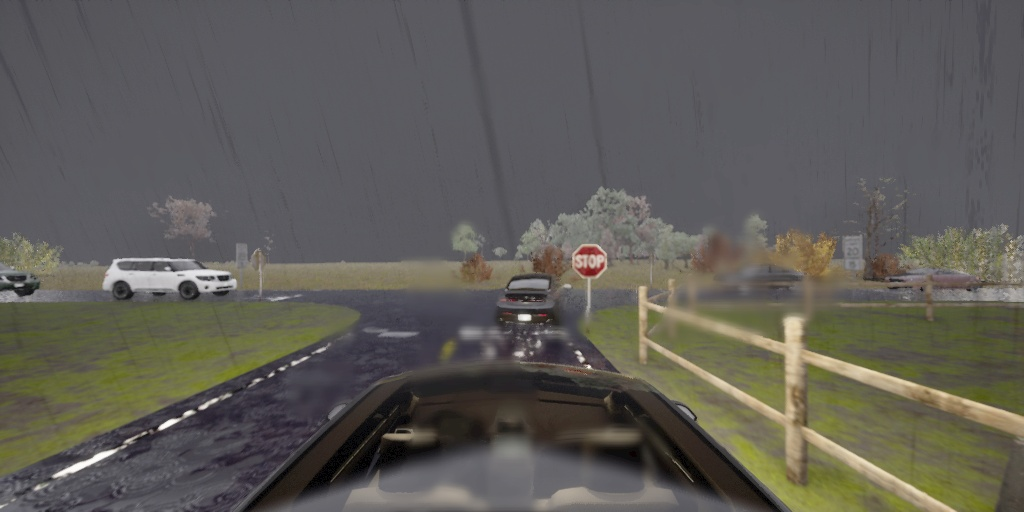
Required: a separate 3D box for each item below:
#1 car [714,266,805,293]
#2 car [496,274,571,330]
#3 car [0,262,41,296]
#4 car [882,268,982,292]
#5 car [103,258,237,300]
[{"bbox_3d":[14.559,1.334,21.122,4.892,1.490,1.837,0,0,0],"label":"car"},{"bbox_3d":[0.786,1.317,11.538,1.837,1.490,4.892,-1,0,11],"label":"car"},{"bbox_3d":[-28.133,1.152,18.527,5.566,2.045,2.150,0,0,1],"label":"car"},{"bbox_3d":[24.503,1.372,21.036,4.181,1.385,1.994,0,0,1],"label":"car"},{"bbox_3d":[-17.445,1.120,18.429,5.566,2.045,2.150,0,0,0],"label":"car"}]
